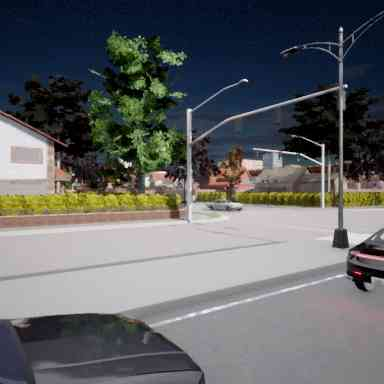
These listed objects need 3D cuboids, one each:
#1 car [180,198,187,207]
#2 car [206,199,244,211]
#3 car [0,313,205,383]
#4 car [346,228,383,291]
[{"bbox_3d":[-2.103,1.483,46.613,1.895,1.301,4.718,0,0,-36],"label":"car"},{"bbox_3d":[3.781,1.505,38.442,1.895,1.301,4.718,0,0,-36],"label":"car"},{"bbox_3d":[-2.418,1.543,2.021,5.357,1.411,2.033,0,0,-36],"label":"car"},{"bbox_3d":[5.524,1.474,7.671,4.902,1.511,2.128,0,0,-35],"label":"car"}]
